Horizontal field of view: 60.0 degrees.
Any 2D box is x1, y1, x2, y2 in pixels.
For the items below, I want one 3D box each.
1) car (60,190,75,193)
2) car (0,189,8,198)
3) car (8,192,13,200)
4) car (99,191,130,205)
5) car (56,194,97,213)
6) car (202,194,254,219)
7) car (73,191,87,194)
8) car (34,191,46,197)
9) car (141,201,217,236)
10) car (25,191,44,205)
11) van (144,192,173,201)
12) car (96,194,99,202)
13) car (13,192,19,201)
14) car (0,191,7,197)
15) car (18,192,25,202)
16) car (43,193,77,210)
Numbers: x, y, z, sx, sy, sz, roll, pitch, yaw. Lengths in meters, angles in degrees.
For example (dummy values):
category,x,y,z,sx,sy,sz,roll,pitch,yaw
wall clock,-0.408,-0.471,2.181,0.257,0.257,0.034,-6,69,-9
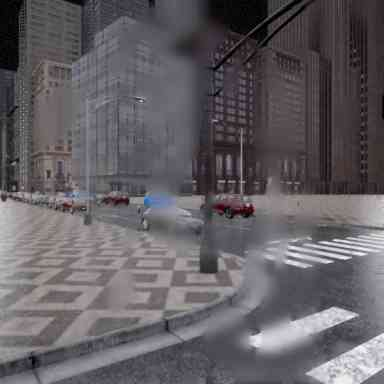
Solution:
category,x,y,z,sx,sy,sz,roll,pitch,yaw
car,-21.923,0.778,56.405,1.812,1.442,4.674,0,1,-35
car,-39.130,0.611,70.273,1.947,1.339,4.313,1,0,-36
car,-29.613,0.747,56.945,1.887,1.381,4.507,1,0,-36
car,-9.978,0.766,44.119,2.192,1.841,5.009,1,0,-36
car,-10.580,1.139,30.287,1.887,1.381,4.507,1,0,-36
car,2.712,1.050,26.345,2.192,1.841,5.009,1,0,-36
car,-16.199,0.967,48.388,1.895,1.301,4.718,0,1,-36
car,-38.534,0.495,84.109,1.887,1.381,4.507,0,0,-36
car,-1.065,1.367,16.959,2.008,1.369,4.403,1,0,-36
car,-20.097,0.939,43.616,2.008,1.369,4.403,1,0,-36
van,-3.633,0.930,35.232,1.690,1.788,3.998,1,0,-36
car,-13.154,0.934,48.564,2.008,1.369,4.403,1,0,-36
car,-26.440,0.702,52.502,1.967,1.590,4.097,1,0,-36
car,-45.374,0.482,79.020,1.752,1.417,4.829,1,0,-36
car,-23.269,0.874,48.059,2.008,1.369,4.403,1,0,-36
car,-13.752,1.074,34.729,2.008,1.369,4.403,1,0,-36
